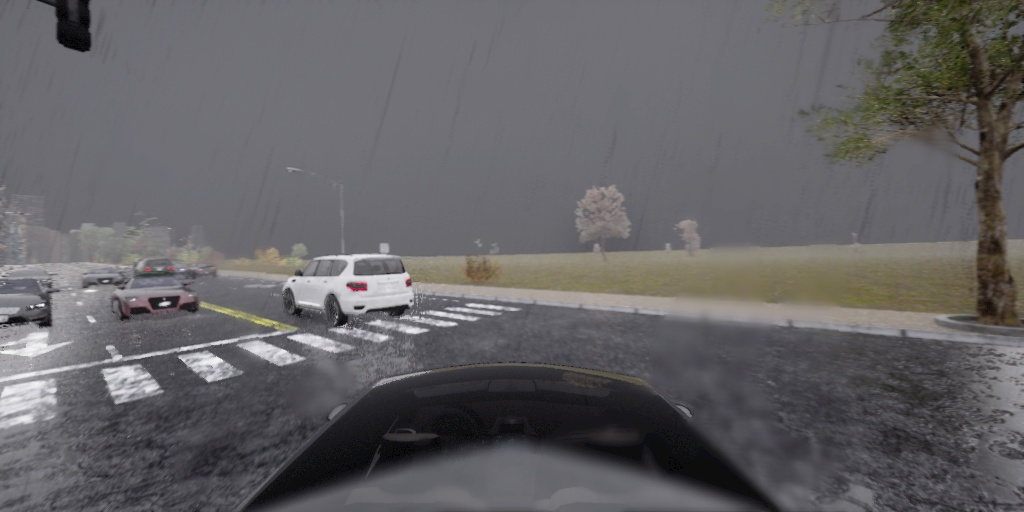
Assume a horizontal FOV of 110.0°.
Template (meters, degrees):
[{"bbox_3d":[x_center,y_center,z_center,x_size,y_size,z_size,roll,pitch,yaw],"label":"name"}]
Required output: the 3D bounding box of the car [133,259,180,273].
[{"bbox_3d":[-32.309,1.266,32.411,5.566,2.045,2.150,-1,1,39],"label":"car"}]

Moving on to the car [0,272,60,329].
[{"bbox_3d":[-15.679,1.453,11.079,4.902,1.511,2.128,-1,1,38],"label":"car"}]

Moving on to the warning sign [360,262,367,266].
[{"bbox_3d":[-9.429,0.838,22.319,1.060,1.860,1.300,0,0,38],"label":"warning sign"}]

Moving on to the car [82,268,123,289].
[{"bbox_3d":[-30.486,1.636,26.731,4.181,1.385,1.994,-1,1,38],"label":"car"}]

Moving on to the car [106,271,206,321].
[{"bbox_3d":[-13.373,1.457,13.405,4.181,1.385,1.994,-1,1,38],"label":"car"}]

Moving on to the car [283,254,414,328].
[{"bbox_3d":[-5.525,0.984,11.815,5.566,2.045,2.150,-1,1,40],"label":"car"}]

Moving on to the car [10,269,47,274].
[{"bbox_3d":[-32.022,1.610,23.806,5.008,1.535,1.882,-1,1,38],"label":"car"}]

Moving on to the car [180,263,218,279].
[{"bbox_3d":[-30.369,1.471,35.029,4.902,1.511,2.128,-1,1,38],"label":"car"}]
